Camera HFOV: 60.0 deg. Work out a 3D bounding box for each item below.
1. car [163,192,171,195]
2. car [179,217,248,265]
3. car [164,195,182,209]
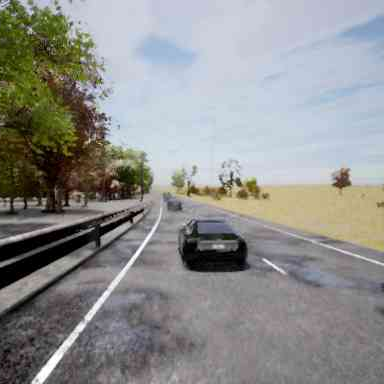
[{"bbox_3d":[-5.369,1.389,77.900,2.097,1.767,4.553,0,0,-5],"label":"car"},{"bbox_3d":[0.600,1.584,11.812,1.994,1.385,4.181,0,0,-5],"label":"car"},{"bbox_3d":[-2.402,1.524,45.057,2.128,1.511,4.902,0,0,-5],"label":"car"}]
